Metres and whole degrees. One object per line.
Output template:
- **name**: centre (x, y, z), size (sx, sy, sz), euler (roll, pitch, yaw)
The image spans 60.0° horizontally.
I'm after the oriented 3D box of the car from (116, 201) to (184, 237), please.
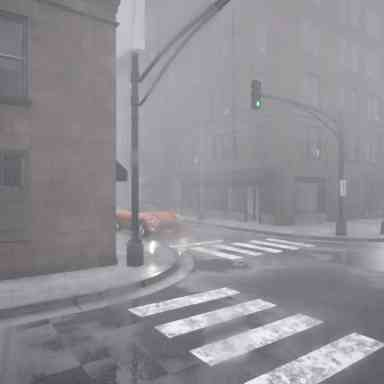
- **car**: centre (-2.363, 1.263, 17.521), size (2.097, 1.767, 4.553), euler (0, 0, -35)
